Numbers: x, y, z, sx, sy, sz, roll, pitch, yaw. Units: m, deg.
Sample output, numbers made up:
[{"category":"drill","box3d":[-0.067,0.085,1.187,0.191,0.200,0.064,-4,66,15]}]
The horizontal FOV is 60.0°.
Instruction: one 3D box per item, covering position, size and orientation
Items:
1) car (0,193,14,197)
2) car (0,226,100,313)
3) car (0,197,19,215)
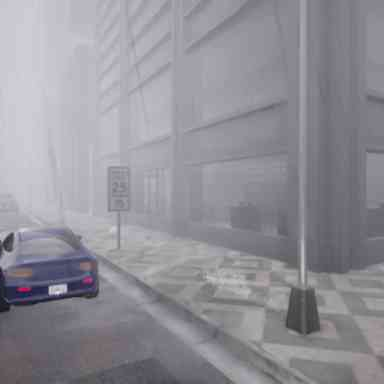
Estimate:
[{"category":"car","box3d":[-23.911,1.159,42.621,2.150,2.045,5.566,0,0,-30]},{"category":"car","box3d":[-3.479,1.513,7.734,1.812,1.442,4.674,0,0,-30]},{"category":"car","box3d":[-18.579,1.498,33.609,2.033,1.411,5.357,0,0,-30]}]
